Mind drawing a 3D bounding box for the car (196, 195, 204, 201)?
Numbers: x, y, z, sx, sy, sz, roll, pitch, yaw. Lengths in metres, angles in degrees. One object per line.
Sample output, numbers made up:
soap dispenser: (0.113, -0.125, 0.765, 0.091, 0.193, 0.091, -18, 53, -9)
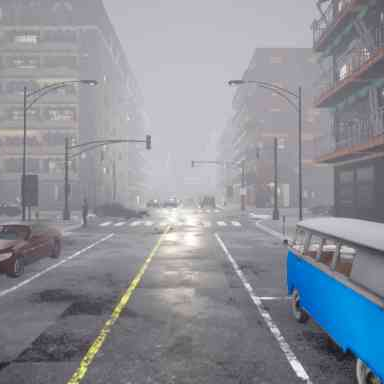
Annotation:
car: (2.098, 1.601, 87.218, 1.967, 1.590, 4.097, 1, 0, 0)

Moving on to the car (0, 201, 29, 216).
car: (-17.435, 1.535, 30.451, 4.902, 1.511, 2.128, 0, -1, 0)

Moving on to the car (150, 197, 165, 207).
car: (-5.595, 1.610, 53.768, 1.947, 1.339, 4.313, 1, 0, 0)

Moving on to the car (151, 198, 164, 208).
car: (-5.565, 1.604, 48.207, 1.947, 1.339, 4.313, 1, 0, 0)

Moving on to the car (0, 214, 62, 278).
car: (-5.354, 1.588, 10.127, 1.802, 1.307, 4.206, 1, 0, 0)

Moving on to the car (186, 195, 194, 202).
car: (-0.431, 1.658, 78.282, 1.994, 1.385, 4.181, 0, 0, 0)

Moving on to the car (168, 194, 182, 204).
car: (-3.148, 1.576, 58.343, 1.812, 1.442, 4.674, 0, 0, 0)

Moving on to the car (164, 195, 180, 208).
car: (-3.110, 1.602, 48.453, 1.994, 1.385, 4.181, 0, 0, -1)

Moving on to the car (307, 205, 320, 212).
car: (14.172, 1.617, 33.493, 4.718, 1.301, 1.895, 0, -1, -3)

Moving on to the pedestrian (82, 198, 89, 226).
pedestrian: (-7.036, 1.310, 21.882, 0.375, 1.860, 0.375, 1, -1, 0)

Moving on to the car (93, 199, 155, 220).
car: (-5.980, 1.529, 27.849, 5.357, 1.411, 2.033, 0, 0, 35)

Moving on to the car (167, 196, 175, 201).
car: (-5.813, 1.718, 92.531, 1.752, 1.417, 4.829, 1, 0, 0)

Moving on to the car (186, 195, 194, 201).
car: (-0.486, 1.538, 88.291, 2.033, 1.411, 5.357, 0, 0, 0)

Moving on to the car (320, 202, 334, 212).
car: (13.591, 1.452, 28.077, 4.403, 1.369, 2.008, 0, -1, 0)

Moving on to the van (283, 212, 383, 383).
van: (2.529, 1.343, 4.585, 1.690, 1.788, 3.998, 1, 0, 0)

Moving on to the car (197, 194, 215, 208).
car: (2.320, 1.353, 48.297, 2.192, 1.841, 5.009, 1, 0, 0)

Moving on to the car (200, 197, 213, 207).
car: (2.284, 1.569, 54.026, 1.752, 1.417, 4.829, 1, 0, 0)

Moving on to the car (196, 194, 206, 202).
car: (2.131, 1.444, 81.655, 2.192, 1.841, 5.009, 1, 0, 0)

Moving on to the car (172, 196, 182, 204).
car: (-3.136, 1.602, 68.545, 1.812, 1.442, 4.674, 0, 0, 0)
